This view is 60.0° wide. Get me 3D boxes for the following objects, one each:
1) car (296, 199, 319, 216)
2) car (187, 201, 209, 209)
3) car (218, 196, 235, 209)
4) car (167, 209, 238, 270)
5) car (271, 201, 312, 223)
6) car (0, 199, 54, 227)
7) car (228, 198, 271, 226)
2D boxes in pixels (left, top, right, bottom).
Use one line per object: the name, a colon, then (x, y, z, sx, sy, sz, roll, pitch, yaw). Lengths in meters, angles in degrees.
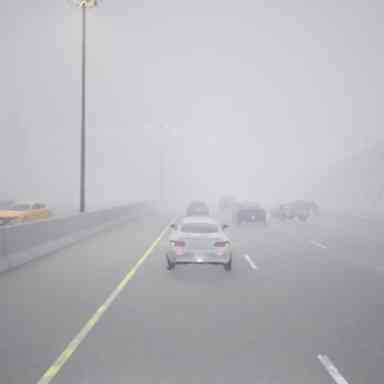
car: (11.090, 1.514, 33.226, 1.837, 1.490, 4.892, 0, 0, 1)
car: (0.547, 1.489, 30.524, 1.994, 1.385, 4.181, 0, 0, 1)
car: (4.177, 1.287, 38.574, 2.097, 1.767, 4.553, 0, 0, 1)
car: (0.236, 1.499, 10.891, 1.812, 1.442, 4.674, 0, 0, 1)
car: (7.476, 1.598, 26.024, 1.895, 1.301, 4.718, 0, 0, 1)
car: (-10.307, 1.335, 20.505, 1.882, 1.535, 5.008, 0, 0, 1)
car: (3.936, 1.450, 23.583, 1.882, 1.535, 5.008, 0, 0, 1)
